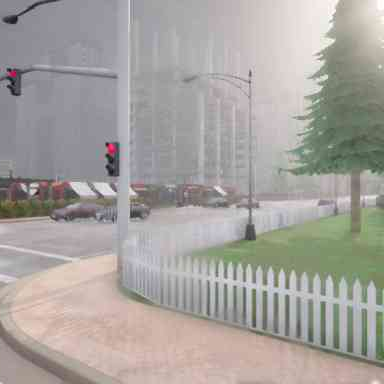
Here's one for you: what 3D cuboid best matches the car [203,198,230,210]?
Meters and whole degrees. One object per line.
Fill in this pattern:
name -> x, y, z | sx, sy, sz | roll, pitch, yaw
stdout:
car -> 3.281, 1.475, 44.065 | 1.882, 1.535, 5.008 | 0, 0, 34

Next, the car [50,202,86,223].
car -> -8.791, 1.523, 26.167 | 1.812, 1.442, 4.674 | 0, 0, 34

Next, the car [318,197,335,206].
car -> 20.530, 1.524, 50.554 | 1.812, 1.442, 4.674 | 0, 0, 34

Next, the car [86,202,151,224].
car -> -5.189, 1.489, 25.286 | 2.128, 1.511, 4.902 | 0, 0, 34

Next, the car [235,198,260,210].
car -> 7.426, 1.523, 43.927 | 1.812, 1.442, 4.674 | 0, 0, 34
